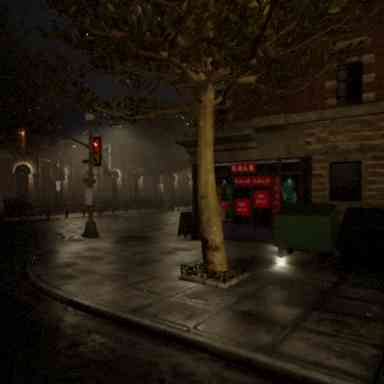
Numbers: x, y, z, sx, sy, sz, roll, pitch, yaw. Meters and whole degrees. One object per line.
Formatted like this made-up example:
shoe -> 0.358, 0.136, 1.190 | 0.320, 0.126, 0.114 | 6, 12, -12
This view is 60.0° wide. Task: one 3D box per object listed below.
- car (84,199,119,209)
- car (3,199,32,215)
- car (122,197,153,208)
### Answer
car -> -12.252, 1.554, 45.242 | 1.895, 1.301, 4.718 | 0, 0, 36
car -> -18.042, 1.440, 31.933 | 1.882, 1.535, 5.008 | 0, 0, 36
car -> -7.545, 1.440, 46.352 | 1.882, 1.535, 5.008 | 0, 0, 36
